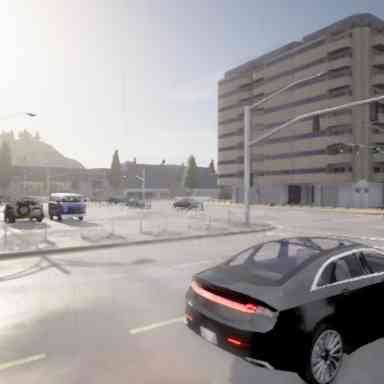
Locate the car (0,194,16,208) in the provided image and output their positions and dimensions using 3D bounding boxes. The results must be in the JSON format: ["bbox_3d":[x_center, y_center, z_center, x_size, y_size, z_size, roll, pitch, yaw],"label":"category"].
[{"bbox_3d":[-31.705,1.201,56.458,1.932,1.855,4.605,0,0,-35],"label":"car"}]

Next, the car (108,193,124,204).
[{"bbox_3d":[-13.515,1.241,61.128,2.150,2.045,5.566,0,0,-35],"label":"car"}]

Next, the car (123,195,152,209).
[{"bbox_3d":[-7.263,1.525,46.076,2.128,1.511,4.902,0,0,-35],"label":"car"}]

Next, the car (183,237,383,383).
[{"bbox_3d":[2.184,1.487,5.353,4.902,1.511,2.128,0,0,-35],"label":"car"}]

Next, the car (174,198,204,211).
[{"bbox_3d":[-0.414,1.521,42.450,2.128,1.511,4.902,0,0,-35],"label":"car"}]
